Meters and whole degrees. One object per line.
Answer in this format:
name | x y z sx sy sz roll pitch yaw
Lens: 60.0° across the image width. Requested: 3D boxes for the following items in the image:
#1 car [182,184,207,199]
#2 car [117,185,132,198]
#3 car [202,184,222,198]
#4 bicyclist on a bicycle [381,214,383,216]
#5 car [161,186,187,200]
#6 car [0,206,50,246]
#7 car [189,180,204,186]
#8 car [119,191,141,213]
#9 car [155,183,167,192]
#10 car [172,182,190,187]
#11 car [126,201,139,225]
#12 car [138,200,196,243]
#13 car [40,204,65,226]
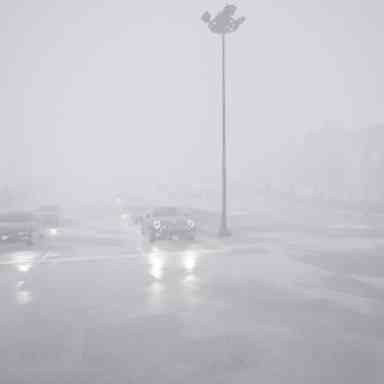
car | 0.271 0.168 52.439 1.882 1.535 5.008 0 6 -15
car | -10.503 -0.163 51.658 2.097 1.767 4.553 0 7 -15
car | 3.478 0.085 53.990 1.882 1.535 5.008 0 7 -15
bicyclist on a bicycle | 17.882 1.424 30.261 1.656 1.620 0.582 0 0 -15
car | -2.822 0.410 50.049 2.033 1.411 5.357 0 6 -15
car | -8.248 1.648 15.863 1.837 1.490 4.892 0 0 -15
car | 0.724 -1.397 64.008 2.150 2.045 5.566 0 7 -15
car | -6.444 1.208 36.092 2.097 1.767 4.553 0 3 -15
car | -5.499 -0.869 60.133 1.882 1.535 5.008 0 7 -15
car | -2.399 -1.053 62.487 1.882 1.535 5.008 0 7 -15
car | -3.769 1.708 26.111 2.033 1.411 5.357 0 0 -15
car | -1.304 1.470 17.008 2.097 1.767 4.553 0 0 -15
car | -10.660 1.676 24.791 1.837 1.490 4.892 0 1 -15
